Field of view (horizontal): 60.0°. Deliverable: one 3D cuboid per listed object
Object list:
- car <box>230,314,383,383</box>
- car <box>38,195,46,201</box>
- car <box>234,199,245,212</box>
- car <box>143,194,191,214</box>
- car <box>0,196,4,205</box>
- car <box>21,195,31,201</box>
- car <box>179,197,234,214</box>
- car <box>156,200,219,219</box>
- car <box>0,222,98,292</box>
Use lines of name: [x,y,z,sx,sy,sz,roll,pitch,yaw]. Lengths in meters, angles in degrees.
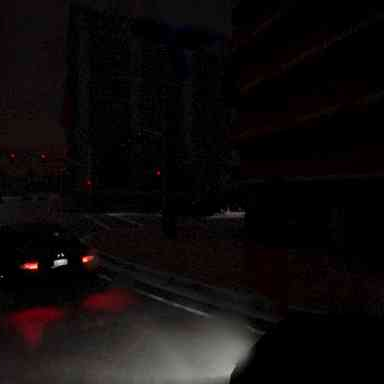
car: [2.859,1.547,2.027,5.357,1.411,2.033,0,0,35]
car: [-37.083,1.540,82.321,2.033,1.411,5.357,0,0,-23]
car: [6.620,1.560,40.298,4.892,1.490,1.837,0,0,-23]
car: [-2.532,1.277,36.500,5.566,2.045,2.150,0,0,-23]
car: [-35.578,1.525,60.823,2.128,1.511,4.902,0,0,-23]
car: [-40.171,1.525,80.638,2.128,1.511,4.902,0,0,-23]
car: [1.458,1.560,34.367,4.892,1.490,1.837,0,0,-23]
car: [-0.394,1.656,29.551,4.718,1.301,1.895,0,0,-23]
car: [-4.362,1.547,9.045,2.033,1.411,5.357,0,0,-39]
